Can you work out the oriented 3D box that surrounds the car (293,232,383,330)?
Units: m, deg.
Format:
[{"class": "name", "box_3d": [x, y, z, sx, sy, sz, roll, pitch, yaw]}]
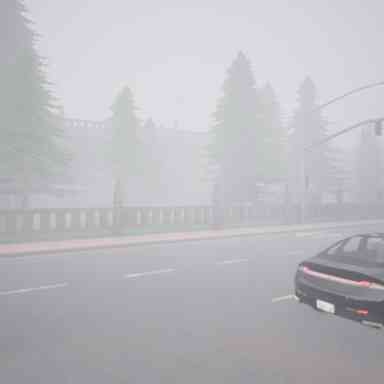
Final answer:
[{"class": "car", "box_3d": [4.081, 1.537, 6.364, 4.902, 1.511, 2.128, 0, 0, -32]}]
